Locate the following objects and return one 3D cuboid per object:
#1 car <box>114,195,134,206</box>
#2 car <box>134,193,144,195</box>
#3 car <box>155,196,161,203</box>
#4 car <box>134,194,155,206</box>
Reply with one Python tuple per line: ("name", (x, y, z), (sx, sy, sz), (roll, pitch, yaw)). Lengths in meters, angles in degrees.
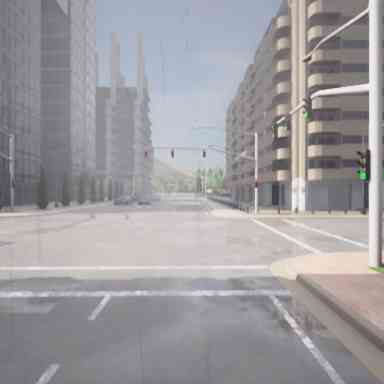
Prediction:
("car", (-10.964, 1.300, 52.667), (2.097, 1.767, 4.553), (0, 0, 0))
("car", (-11.003, 1.155, 68.998), (2.150, 2.045, 5.566), (0, 0, 0))
("car", (-7.503, 1.470, 69.048), (2.033, 1.411, 5.357), (0, 0, 0))
("car", (-7.463, 1.452, 52.591), (1.837, 1.490, 4.892), (0, 0, 0))
